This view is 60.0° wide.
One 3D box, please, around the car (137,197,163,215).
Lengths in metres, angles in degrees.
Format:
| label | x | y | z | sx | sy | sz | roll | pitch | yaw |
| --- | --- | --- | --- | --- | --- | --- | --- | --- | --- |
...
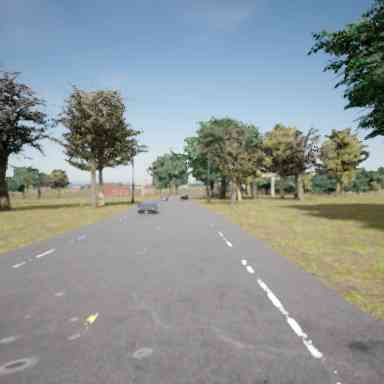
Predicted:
| label | x | y | z | sx | sy | sz | roll | pitch | yaw |
| --- | --- | --- | --- | --- | --- | --- | --- | --- | --- |
| car | -4.406 | 1.508 | 33.830 | 2.033 | 1.411 | 5.357 | 0 | 0 | -2 |

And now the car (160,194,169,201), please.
| label | x | y | z | sx | sy | sz | roll | pitch | yaw |
| --- | --- | --- | --- | --- | --- | --- | --- | --- | --- |
| car | -6.320 | 1.325 | 76.301 | 2.128 | 1.511 | 4.902 | 0 | 0 | -2 |

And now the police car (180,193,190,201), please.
| label | x | y | z | sx | sy | sz | roll | pitch | yaw |
| --- | --- | --- | --- | --- | --- | --- | --- | --- | --- |
| police car | -1.881 | 1.244 | 81.513 | 1.930 | 1.638 | 5.238 | 0 | 0 | -1 |

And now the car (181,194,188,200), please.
| label | x | y | z | sx | sy | sz | roll | pitch | yaw |
| --- | --- | --- | --- | --- | --- | --- | --- | --- | --- |
| car | -1.987 | 1.247 | 91.366 | 1.882 | 1.535 | 5.008 | 0 | 0 | 0 |
